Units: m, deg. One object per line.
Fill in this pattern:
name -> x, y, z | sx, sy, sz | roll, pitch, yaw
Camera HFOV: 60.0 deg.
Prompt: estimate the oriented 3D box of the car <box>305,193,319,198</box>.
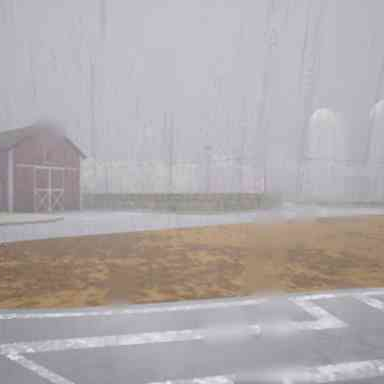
car -> 31.524, 1.703, 85.812 | 2.242, 1.667, 4.611 | 0, 0, 35
